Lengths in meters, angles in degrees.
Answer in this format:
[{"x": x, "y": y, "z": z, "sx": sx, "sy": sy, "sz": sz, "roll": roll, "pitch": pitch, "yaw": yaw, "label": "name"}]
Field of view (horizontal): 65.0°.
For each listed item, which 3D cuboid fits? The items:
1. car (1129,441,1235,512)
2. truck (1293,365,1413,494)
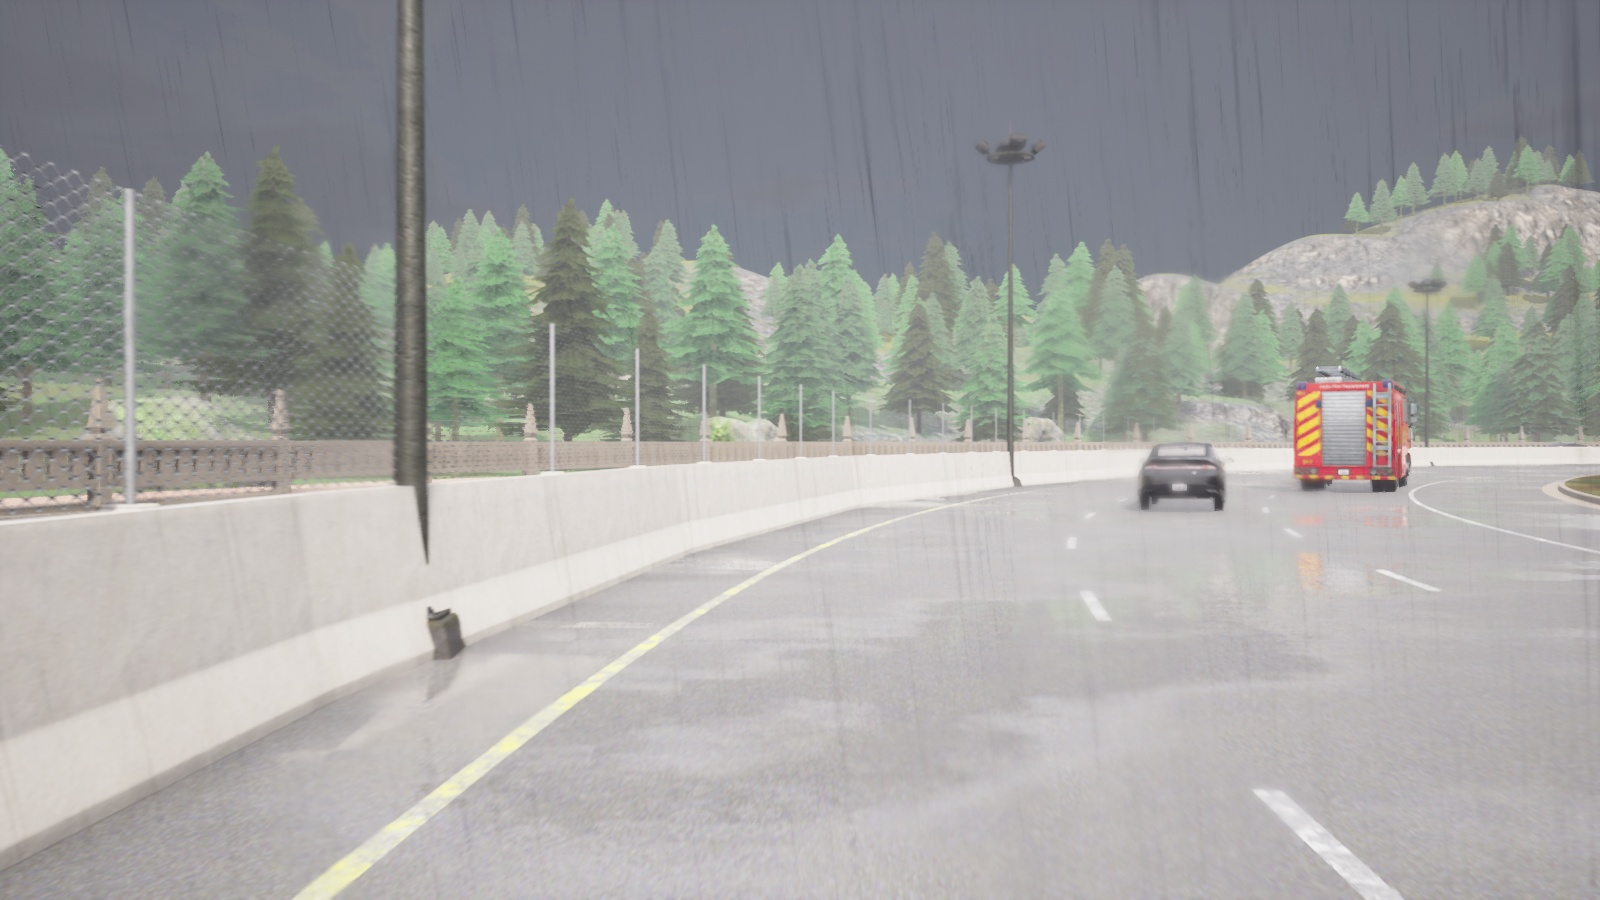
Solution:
[{"x": 8.980, "y": 0.549, "z": 29.275, "sx": 2.128, "sy": 1.511, "sz": 4.902, "roll": 0, "pitch": 0, "yaw": 20, "label": "car"}, {"x": 18.480, "y": -0.629, "z": 41.641, "sx": 2.891, "sy": 3.827, "sz": 8.468, "roll": 0, "pitch": 0, "yaw": 29, "label": "truck"}]
